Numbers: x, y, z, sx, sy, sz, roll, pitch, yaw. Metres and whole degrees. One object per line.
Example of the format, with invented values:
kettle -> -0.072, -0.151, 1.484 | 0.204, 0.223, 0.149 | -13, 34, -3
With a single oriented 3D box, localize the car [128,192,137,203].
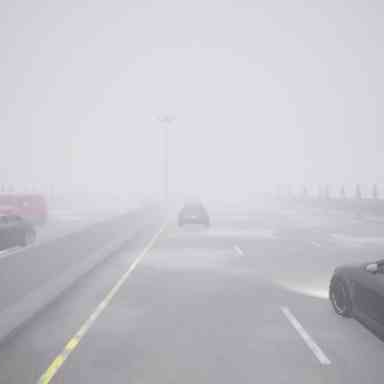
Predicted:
car -> -10.496, 0.993, 62.203 | 2.150, 2.045, 5.566 | 0, 0, 1

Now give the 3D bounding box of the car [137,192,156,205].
car -> -7.041, 1.144, 53.543 | 2.097, 1.767, 4.553 | 0, 0, 0

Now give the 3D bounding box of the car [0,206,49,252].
car -> -7.096, 1.442, 11.320 | 2.128, 1.511, 4.902 | 0, 0, 0

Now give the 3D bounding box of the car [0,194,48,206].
car -> -10.593, 1.135, 19.851 | 2.150, 2.045, 5.566 | 0, 0, 0

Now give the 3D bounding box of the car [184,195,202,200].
car -> 0.114, 1.186, 39.896 | 2.097, 1.767, 4.553 | 0, 0, 0

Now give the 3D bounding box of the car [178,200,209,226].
car -> 0.108, 1.469, 22.303 | 1.994, 1.385, 4.181 | 0, 0, 0

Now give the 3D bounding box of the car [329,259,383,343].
car -> 3.603, 1.544, 4.692 | 1.994, 1.385, 4.181 | 0, 0, 0

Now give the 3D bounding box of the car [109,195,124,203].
car -> -13.992, 1.319, 62.233 | 2.033, 1.411, 5.357 | 0, 0, 0
